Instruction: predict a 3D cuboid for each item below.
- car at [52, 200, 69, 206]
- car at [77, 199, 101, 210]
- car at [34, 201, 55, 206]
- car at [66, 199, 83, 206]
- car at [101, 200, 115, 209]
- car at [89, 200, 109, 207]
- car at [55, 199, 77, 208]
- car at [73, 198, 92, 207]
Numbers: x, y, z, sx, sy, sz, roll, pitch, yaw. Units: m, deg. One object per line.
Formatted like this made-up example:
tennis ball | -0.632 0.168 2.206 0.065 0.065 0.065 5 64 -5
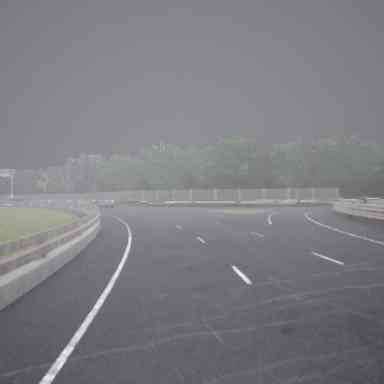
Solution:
car | -31.083 2.586 78.399 4.892 1.490 1.837 -1 -1 42
car | -18.057 2.311 58.109 1.994 1.385 4.181 0 -1 -36
car | -33.529 2.633 75.885 4.181 1.385 1.994 -1 -1 42
car | -28.643 2.554 80.908 5.008 1.535 1.882 -1 -1 42
car | -15.757 2.309 60.931 1.994 1.385 4.181 0 -1 -36
car | -20.395 2.445 72.508 2.033 1.411 5.357 0 -1 -42
car | -25.399 2.398 67.579 1.882 1.535 5.008 0 -1 -42
car | -23.106 2.275 70.288 2.097 1.767 4.553 0 -1 -42
